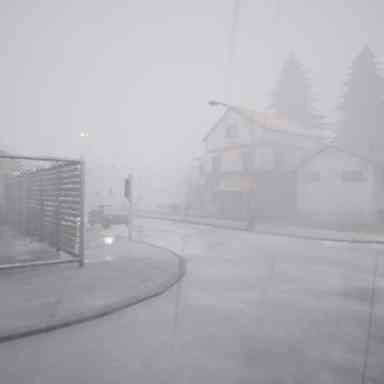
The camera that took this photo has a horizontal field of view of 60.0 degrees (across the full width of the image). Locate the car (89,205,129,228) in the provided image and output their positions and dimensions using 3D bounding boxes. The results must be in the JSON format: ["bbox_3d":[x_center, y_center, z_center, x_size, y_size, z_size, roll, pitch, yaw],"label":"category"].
[{"bbox_3d":[-5.883,1.647,23.636,1.812,1.442,4.674,1,-1,-35],"label":"car"}]
